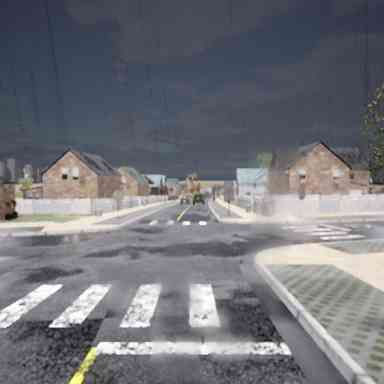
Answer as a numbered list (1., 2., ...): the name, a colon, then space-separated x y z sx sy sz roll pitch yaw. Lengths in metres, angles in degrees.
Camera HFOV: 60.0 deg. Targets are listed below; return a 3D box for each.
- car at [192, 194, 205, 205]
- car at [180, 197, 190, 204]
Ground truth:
1. car: 1.258 1.380 62.050 2.150 2.045 5.566 0 0 2
2. car: -1.320 1.673 66.310 2.128 1.511 4.902 0 0 2
